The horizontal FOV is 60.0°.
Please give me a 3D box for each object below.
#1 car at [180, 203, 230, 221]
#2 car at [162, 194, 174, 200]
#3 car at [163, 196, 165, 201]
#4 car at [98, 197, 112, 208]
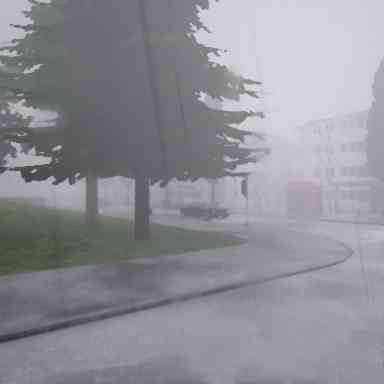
[{"bbox_3d":[1.002,1.587,27.664,1.895,1.301,4.718,0,0,-36],"label":"car"},{"bbox_3d":[-6.174,1.392,85.934,1.845,1.501,3.633,0,0,-24],"label":"car"},{"bbox_3d":[-4.827,1.636,83.459,4.974,1.542,2.038,0,0,-6],"label":"car"},{"bbox_3d":[-12.985,1.492,47.363,1.837,1.490,4.892,0,0,-35],"label":"car"}]
